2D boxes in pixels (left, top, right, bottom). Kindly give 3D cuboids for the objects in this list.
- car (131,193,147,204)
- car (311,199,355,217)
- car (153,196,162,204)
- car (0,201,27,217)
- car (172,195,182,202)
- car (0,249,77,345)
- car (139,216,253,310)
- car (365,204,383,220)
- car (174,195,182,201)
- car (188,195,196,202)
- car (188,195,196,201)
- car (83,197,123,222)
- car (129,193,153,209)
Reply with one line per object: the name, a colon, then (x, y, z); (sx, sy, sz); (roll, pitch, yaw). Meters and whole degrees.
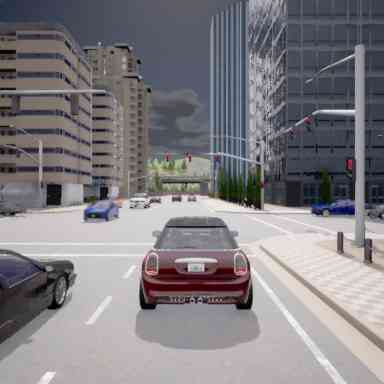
car: (-10.519, 1.225, 66.555); (2.150, 2.045, 5.566); (0, 0, 0)
car: (13.292, 1.422, 29.885); (5.008, 1.535, 1.882); (0, 0, 1)
car: (-7.026, 1.548, 65.556); (2.033, 1.411, 5.357); (0, 0, 1)
car: (-17.607, 1.490, 29.461); (5.357, 1.411, 2.033); (0, 0, -5)
car: (-3.504, 1.470, 74.743); (1.882, 1.535, 5.008); (0, 0, 0)
car: (-3.434, 1.547, 4.790); (2.033, 1.411, 5.357); (0, 0, 0)
car: (0.082, 1.352, 7.988); (2.097, 1.767, 4.553); (0, 0, 0)
car: (16.279, 1.436, 26.362); (4.902, 1.511, 2.128); (0, 0, 0)
car: (-3.504, 1.509, 84.353); (2.033, 1.411, 5.357); (0, 0, 0)
car: (-0.004, 1.547, 75.859); (1.994, 1.385, 4.181); (0, 0, 0)
car: (-0.004, 1.493, 84.353); (1.812, 1.442, 4.674); (0, 0, 0)
car: (-7.102, 1.446, 26.451); (1.882, 1.535, 5.008); (0, 0, 0)
car: (-7.102, 1.221, 45.611); (2.150, 2.045, 5.566); (0, 0, 0)
